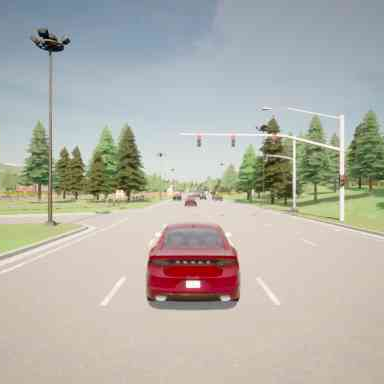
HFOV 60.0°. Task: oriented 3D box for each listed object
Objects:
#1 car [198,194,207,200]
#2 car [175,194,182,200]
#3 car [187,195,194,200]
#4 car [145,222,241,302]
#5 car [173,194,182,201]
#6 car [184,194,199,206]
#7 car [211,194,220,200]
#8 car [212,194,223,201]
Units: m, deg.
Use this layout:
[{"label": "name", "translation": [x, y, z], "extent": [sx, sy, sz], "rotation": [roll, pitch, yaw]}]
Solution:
[{"label": "car", "translation": [3.139, 1.524, 94.414], "extent": [1.812, 1.442, 4.674], "rotation": [0, 0, 0]}, {"label": "car", "translation": [-3.859, 1.310, 93.974], "extent": [1.882, 1.535, 5.008], "rotation": [0, 0, 0]}, {"label": "car", "translation": [-0.359, 1.427, 94.018], "extent": [1.895, 1.301, 4.718], "rotation": [0, 0, 0]}, {"label": "car", "translation": [0.031, 1.478, 8.353], "extent": [1.882, 1.535, 5.008], "rotation": [0, 0, 0]}, {"label": "car", "translation": [-3.819, 1.469, 83.554], "extent": [1.882, 1.535, 5.008], "rotation": [0, 0, 0]}, {"label": "car", "translation": [-0.201, 1.525, 52.955], "extent": [1.812, 1.442, 4.674], "rotation": [0, 0, 0]}, {"label": "car", "translation": [6.641, 1.372, 94.014], "extent": [2.033, 1.411, 5.357], "rotation": [0, 0, 0]}, {"label": "car", "translation": [6.681, 1.516, 83.595], "extent": [2.128, 1.511, 4.902], "rotation": [0, 0, 0]}]
